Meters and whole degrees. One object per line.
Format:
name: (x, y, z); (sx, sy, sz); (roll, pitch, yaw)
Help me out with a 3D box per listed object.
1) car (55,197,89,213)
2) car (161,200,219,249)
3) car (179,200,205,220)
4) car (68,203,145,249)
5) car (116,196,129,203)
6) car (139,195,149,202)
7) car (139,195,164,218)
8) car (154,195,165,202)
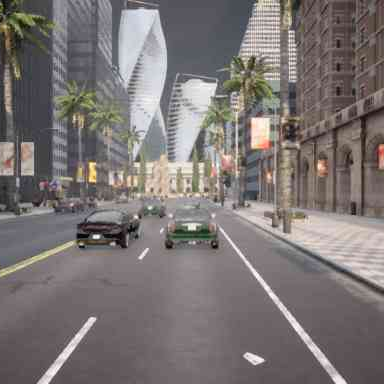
car: (-13.619, 1.353, 37.278); (2.185, 1.767, 4.553); (0, 0, -1)
car: (0.000, 1.366, 14.620); (2.097, 1.767, 4.553); (0, 0, 0)
car: (0.033, 1.495, 29.633); (2.128, 1.511, 4.902); (0, 0, 0)
car: (-3.500, 1.485, 14.650); (1.882, 1.535, 5.008); (0, 0, 0)
car: (-13.925, 1.480, 66.652); (2.231, 1.521, 4.892); (0, 0, -1)
car: (-10.940, 1.436, 76.103); (1.837, 1.490, 4.892); (0, 0, -1)
car: (-3.467, 1.366, 29.615); (2.097, 1.767, 4.553); (0, 0, 0)
car: (-7.440, 1.461, 76.141); (2.128, 1.511, 4.902); (0, 0, -1)
